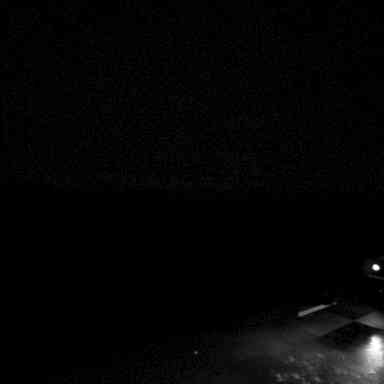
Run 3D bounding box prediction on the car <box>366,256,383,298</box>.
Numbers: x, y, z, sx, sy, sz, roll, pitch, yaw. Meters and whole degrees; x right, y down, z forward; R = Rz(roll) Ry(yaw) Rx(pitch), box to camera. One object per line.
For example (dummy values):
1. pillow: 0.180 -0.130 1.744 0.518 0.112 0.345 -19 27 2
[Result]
1. car: 5.792 1.568 7.238 4.718 1.301 1.895 0 0 -36
